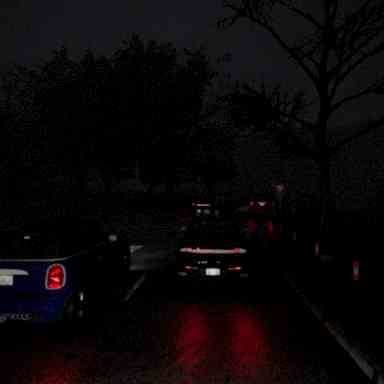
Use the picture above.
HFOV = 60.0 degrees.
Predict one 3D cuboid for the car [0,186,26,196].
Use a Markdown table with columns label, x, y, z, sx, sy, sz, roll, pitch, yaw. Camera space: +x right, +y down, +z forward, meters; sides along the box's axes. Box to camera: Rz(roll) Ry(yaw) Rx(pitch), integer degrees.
| label | x | y | z | sx | sy | sz | roll | pitch | yaw |
| --- | --- | --- | --- | --- | --- | --- | --- | --- | --- |
| car | -27.922 | -0.125 | 50.416 | 1.882 | 1.535 | 5.008 | 2 | 3 | 41 |

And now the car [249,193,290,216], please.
| label | x | y | z | sx | sy | sz | roll | pitch | yaw |
| --- | --- | --- | --- | --- | --- | --- | --- | --- | --- |
| car | 6.022 | 0.837 | 25.547 | 2.097 | 1.767 | 4.553 | 1 | 3 | 29 |

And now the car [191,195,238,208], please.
| label | x | y | z | sx | sy | sz | roll | pitch | yaw |
| --- | --- | --- | --- | --- | --- | --- | --- | --- | --- |
| car | 1.773 | 1.009 | 24.823 | 2.128 | 1.511 | 4.902 | 2 | 3 | 32 |

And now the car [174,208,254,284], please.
| label | x | y | z | sx | sy | sz | roll | pitch | yaw |
| --- | --- | --- | --- | --- | --- | --- | --- | --- | --- |
| car | 0.622 | 1.470 | 9.586 | 2.128 | 1.511 | 4.902 | 0 | 1 | 4 |

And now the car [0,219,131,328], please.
| label | x | y | z | sx | sy | sz | roll | pitch | yaw |
| --- | --- | --- | --- | --- | --- | --- | --- | --- | --- |
| car | -2.779 | 1.347 | 7.204 | 2.097 | 1.767 | 4.553 | 0 | 0 | 3 |

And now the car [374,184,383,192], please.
| label | x | y | z | sx | sy | sz | roll | pitch | yaw |
| --- | --- | --- | --- | --- | --- | --- | --- | --- | --- |
| car | 34.356 | -0.758 | 58.262 | 2.185 | 1.767 | 4.553 | -1 | 3 | -16 |
